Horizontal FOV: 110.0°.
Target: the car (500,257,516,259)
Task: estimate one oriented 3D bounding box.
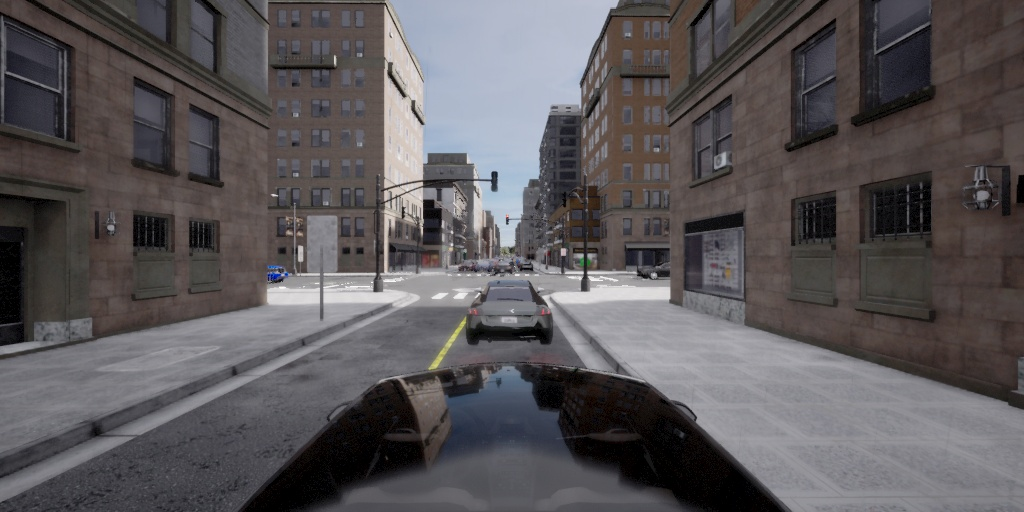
[{"bbox_3d":[-0.719,1.295,63.631,1.882,1.535,5.008,0,0,0],"label":"car"}]

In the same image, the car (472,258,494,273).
[{"bbox_3d":[-3.546,1.310,44.589,1.812,1.442,4.674,0,0,1],"label":"car"}]

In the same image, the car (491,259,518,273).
[{"bbox_3d":[-0.754,1.300,38.678,1.812,1.442,4.674,0,0,5],"label":"car"}]

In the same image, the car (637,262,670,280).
[{"bbox_3d":[12.956,1.201,29.967,4.892,1.490,1.837,0,0,-1],"label":"car"}]

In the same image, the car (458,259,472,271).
[{"bbox_3d":[-6.094,1.230,48.543,1.967,1.591,4.097,0,0,0],"label":"car"}]

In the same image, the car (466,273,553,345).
[{"bbox_3d":[-0.064,1.314,9.532,1.994,1.385,4.181,0,0,0],"label":"car"}]

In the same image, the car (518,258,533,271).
[{"bbox_3d":[1.931,1.356,48.602,1.948,1.339,4.313,0,0,0],"label":"car"}]

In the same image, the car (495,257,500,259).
[{"bbox_3d":[-3.634,1.297,64.220,1.882,1.535,5.008,0,0,0],"label":"car"}]

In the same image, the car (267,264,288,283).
[{"bbox_3d":[-19.477,1.036,26.108,5.566,2.045,2.150,0,0,-1],"label":"car"}]
